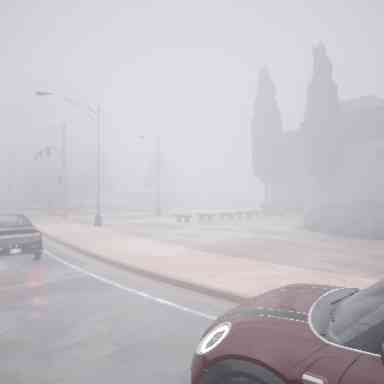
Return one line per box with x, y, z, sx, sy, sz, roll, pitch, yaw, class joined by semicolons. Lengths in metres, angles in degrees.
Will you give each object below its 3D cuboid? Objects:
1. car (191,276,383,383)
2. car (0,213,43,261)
2.194;1.351;2.638;4.553;1.767;2.097;0;0;35;car
-6.597;1.491;11.491;2.128;1.511;4.902;0;0;-38;car
